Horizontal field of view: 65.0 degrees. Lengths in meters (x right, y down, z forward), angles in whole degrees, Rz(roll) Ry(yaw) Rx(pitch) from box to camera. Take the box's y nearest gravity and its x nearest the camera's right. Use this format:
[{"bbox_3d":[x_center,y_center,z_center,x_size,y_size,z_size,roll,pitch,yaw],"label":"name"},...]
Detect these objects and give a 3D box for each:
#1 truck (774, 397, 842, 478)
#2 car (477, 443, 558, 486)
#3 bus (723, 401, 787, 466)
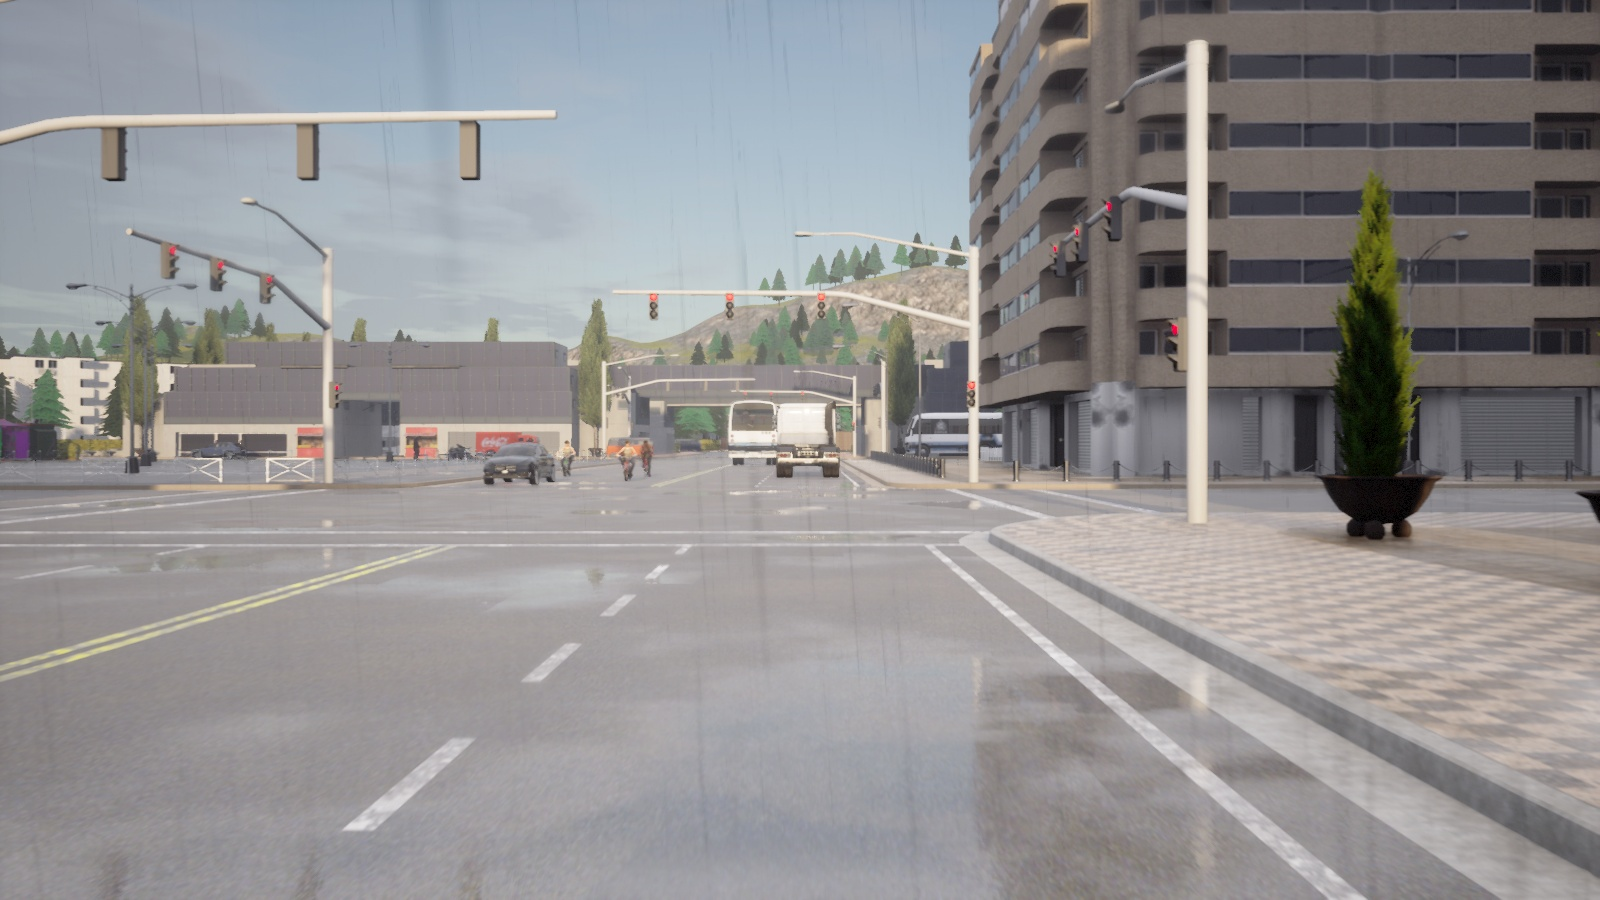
[{"bbox_3d":[0.328,-0.559,57.392,2.891,3.462,7.936,0,0,0],"label":"truck"},{"bbox_3d":[-10.224,0.485,45.827,1.837,1.490,4.892,0,0,0],"label":"car"},{"bbox_3d":[-2.993,-1.122,86.883,3.944,4.253,10.273,0,0,1],"label":"bus"}]
